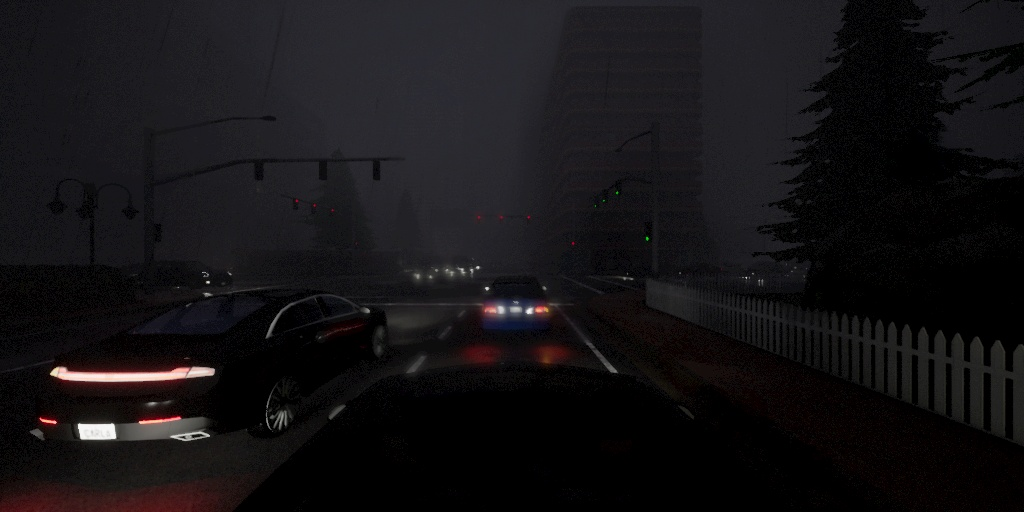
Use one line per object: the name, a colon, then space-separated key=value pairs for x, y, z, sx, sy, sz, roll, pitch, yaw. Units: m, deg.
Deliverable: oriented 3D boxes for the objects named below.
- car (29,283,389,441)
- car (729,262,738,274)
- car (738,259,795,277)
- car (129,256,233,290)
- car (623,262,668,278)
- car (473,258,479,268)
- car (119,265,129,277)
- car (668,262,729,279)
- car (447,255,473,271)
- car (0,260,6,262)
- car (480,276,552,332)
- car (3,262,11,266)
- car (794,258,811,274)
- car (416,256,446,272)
car: x=-3.427 y=1.241 z=5.397 sx=2.128 sy=1.511 sz=4.902 roll=0 pitch=0 yaw=0
car: x=22.056 y=1.289 z=36.974 sx=4.718 sy=1.301 sz=1.895 roll=0 pitch=0 yaw=-30
car: x=24.369 y=1.236 z=34.262 sx=5.357 sy=1.411 sz=2.033 roll=0 pitch=0 yaw=-31
car: x=-19.214 y=1.042 z=21.214 sx=4.553 sy=1.767 sz=2.097 roll=0 pitch=0 yaw=3
car: x=13.155 y=1.236 z=33.411 sx=5.357 sy=1.411 sz=2.033 roll=0 pitch=0 yaw=-13
car: x=-7.025 y=1.244 z=58.952 sx=1.837 sy=1.490 sz=4.892 roll=0 pitch=0 yaw=0
car: x=-24.634 y=1.197 z=24.816 sx=4.892 sy=1.490 sz=1.837 roll=-1 pitch=0 yaw=0
car: x=15.889 y=1.253 z=30.586 sx=4.181 sy=1.385 sz=1.994 roll=0 pitch=0 yaw=-20
car: x=-7.057 y=0.963 z=49.141 sx=2.150 sy=2.045 sz=5.566 roll=0 pitch=0 yaw=0
car: x=-36.135 y=1.042 z=24.747 sx=4.553 sy=1.767 sz=2.097 roll=0 pitch=0 yaw=0
car: x=0.122 y=1.296 z=10.809 sx=2.033 sy=1.411 sz=5.357 roll=0 pitch=0 yaw=1
car: x=-29.788 y=1.239 z=21.283 sx=5.357 sy=1.411 sz=2.033 roll=0 pitch=0 yaw=0
car: x=32.414 y=0.908 z=40.646 sx=2.150 sy=2.045 sz=5.566 roll=0 pitch=0 yaw=43
car: x=-10.529 y=0.963 z=45.981 sx=2.150 sy=2.045 sz=5.566 roll=0 pitch=0 yaw=2
